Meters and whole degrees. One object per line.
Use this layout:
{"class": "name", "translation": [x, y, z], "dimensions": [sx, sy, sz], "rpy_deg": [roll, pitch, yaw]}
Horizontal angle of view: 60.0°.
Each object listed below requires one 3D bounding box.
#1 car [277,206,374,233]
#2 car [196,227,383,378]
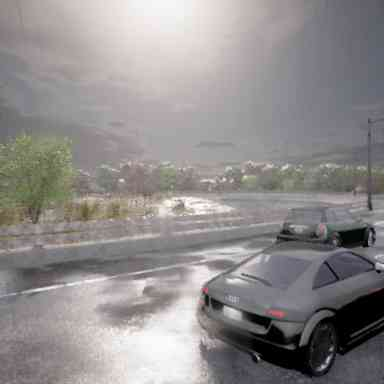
{"class": "car", "translation": [5.273, 1.330, 12.882], "dimensions": [4.553, 1.767, 2.097], "rpy_deg": [0, 0, -42]}
{"class": "car", "translation": [2.113, 1.557, 5.618], "dimensions": [4.181, 1.385, 1.994], "rpy_deg": [0, 0, -38]}
